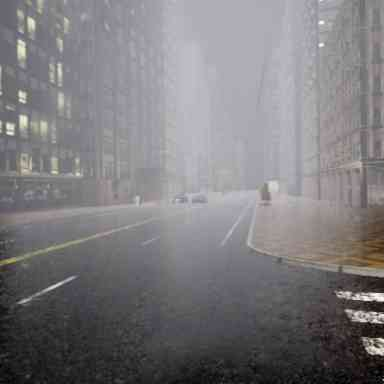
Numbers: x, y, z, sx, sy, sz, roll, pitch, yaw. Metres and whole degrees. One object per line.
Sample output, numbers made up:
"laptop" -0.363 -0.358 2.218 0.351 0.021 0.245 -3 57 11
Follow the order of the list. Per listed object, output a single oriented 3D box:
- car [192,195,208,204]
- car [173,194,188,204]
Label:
"car" 1.329 1.161 54.203 2.033 1.411 5.357 -1 0 12
"car" -1.855 1.150 54.857 2.128 1.511 4.902 -1 0 12
